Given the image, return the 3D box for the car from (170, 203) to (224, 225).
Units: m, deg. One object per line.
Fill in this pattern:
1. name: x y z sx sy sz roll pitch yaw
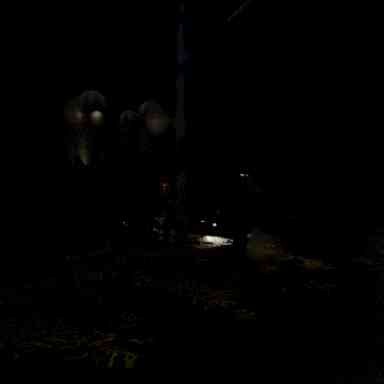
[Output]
1. car: 0.305 1.564 25.297 1.994 1.385 4.181 0 0 -36

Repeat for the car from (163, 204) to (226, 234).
1. car: 0.055 1.564 19.309 1.994 1.385 4.181 0 0 -35
